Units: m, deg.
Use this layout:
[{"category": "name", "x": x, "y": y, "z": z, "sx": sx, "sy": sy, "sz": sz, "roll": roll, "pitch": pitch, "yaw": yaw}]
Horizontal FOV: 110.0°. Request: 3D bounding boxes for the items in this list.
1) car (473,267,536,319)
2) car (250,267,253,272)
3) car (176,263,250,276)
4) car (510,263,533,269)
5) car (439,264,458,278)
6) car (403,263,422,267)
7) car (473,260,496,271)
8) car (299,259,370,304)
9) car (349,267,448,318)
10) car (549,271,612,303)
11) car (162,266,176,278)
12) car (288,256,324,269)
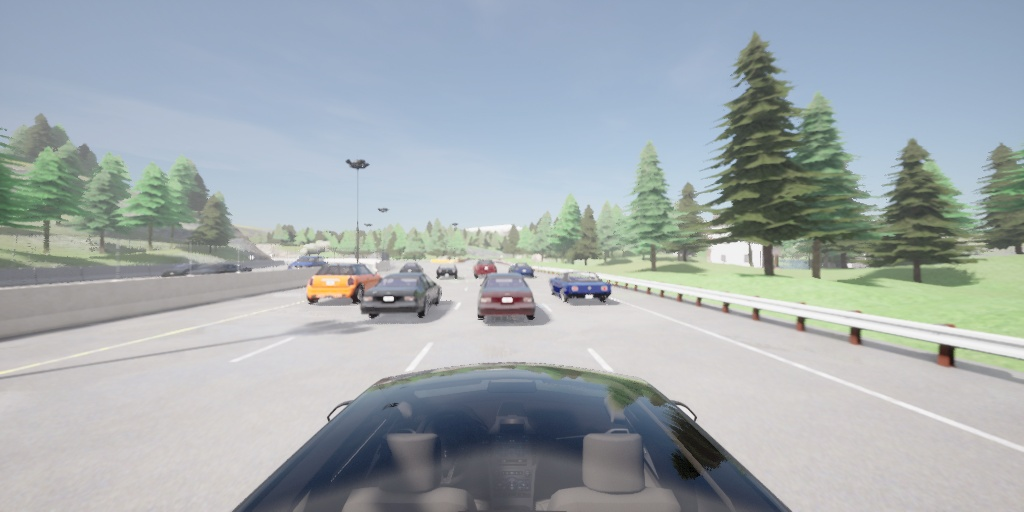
[{"category": "car", "x": -0.283, "y": 1.302, "z": 12.744, "sx": 2.033, "sy": 1.411, "sz": 5.357, "roll": 0, "pitch": 0, "yaw": -3}, {"category": "car", "x": -27.820, "y": 1.421, "z": 35.476, "sx": 1.895, "sy": 1.301, "sz": 4.718, "roll": 0, "pitch": 0, "yaw": -10}, {"category": "car", "x": -23.072, "y": 1.315, "z": 27.937, "sx": 1.837, "sy": 1.490, "sz": 4.892, "roll": 0, "pitch": -1, "yaw": -8}, {"category": "car", "x": 0.823, "y": 1.325, "z": 34.835, "sx": 1.994, "sy": 1.385, "sz": 4.181, "roll": 0, "pitch": 0, "yaw": -9}, {"category": "car", "x": -6.024, "y": 1.375, "z": 33.529, "sx": 1.895, "sy": 1.301, "sz": 4.718, "roll": 0, "pitch": 0, "yaw": -9}, {"category": "car", "x": -9.972, "y": 1.348, "z": 35.795, "sx": 1.994, "sy": 1.385, "sz": 4.181, "roll": 0, "pitch": 0, "yaw": -10}, {"category": "car", "x": -2.642, "y": 1.120, "z": 34.341, "sx": 2.097, "sy": 1.767, "sz": 4.553, "roll": 0, "pitch": 0, "yaw": -9}, {"category": "car", "x": -7.595, "y": 1.124, "z": 16.817, "sx": 2.097, "sy": 1.767, "sz": 4.553, "roll": 0, "pitch": 0, "yaw": -4}, {"category": "car", "x": -3.793, "y": 1.310, "z": 13.089, "sx": 2.033, "sy": 1.411, "sz": 5.357, "roll": 0, "pitch": 0, "yaw": -3}, {"category": "car", "x": 2.965, "y": 1.350, "z": 16.697, "sx": 1.895, "sy": 1.301, "sz": 4.718, "roll": 0, "pitch": 0, "yaw": -4}, {"category": "car", "x": -31.209, "y": 1.392, "z": 34.519, "sx": 1.994, "sy": 1.385, "sz": 4.181, "roll": 0, "pitch": 0, "yaw": -10}, {"category": "car", "x": -20.982, "y": 1.030, "z": 37.030, "sx": 2.150, "sy": 2.045, "sz": 5.566, "roll": 0, "pitch": 0, "yaw": -10}]
